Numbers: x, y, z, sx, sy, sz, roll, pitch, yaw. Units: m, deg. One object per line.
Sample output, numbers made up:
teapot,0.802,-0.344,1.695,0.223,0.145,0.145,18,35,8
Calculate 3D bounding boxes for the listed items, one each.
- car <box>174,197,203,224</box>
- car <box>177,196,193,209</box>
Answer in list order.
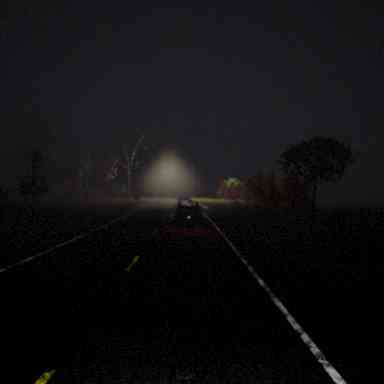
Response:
car,-0.259,1.370,23.408,2.128,1.511,4.902,0,0,-2
car,-0.923,1.287,41.352,1.812,1.442,4.674,0,1,-3
